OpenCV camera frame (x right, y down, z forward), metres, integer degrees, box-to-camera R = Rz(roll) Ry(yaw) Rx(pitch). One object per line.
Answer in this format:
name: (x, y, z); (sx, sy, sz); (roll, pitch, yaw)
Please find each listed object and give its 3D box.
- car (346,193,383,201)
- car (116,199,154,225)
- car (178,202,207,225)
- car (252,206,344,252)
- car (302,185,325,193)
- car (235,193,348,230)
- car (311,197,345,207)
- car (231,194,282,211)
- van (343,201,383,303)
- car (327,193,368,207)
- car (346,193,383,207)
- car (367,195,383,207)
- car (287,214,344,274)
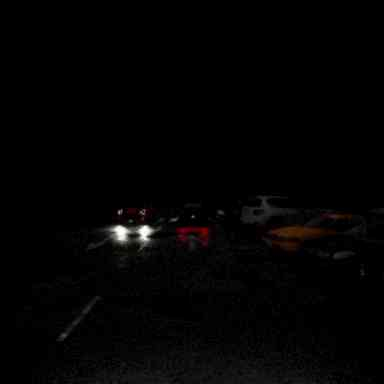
car: (18.349, 1.239, 34.497); (2.435, 2.045, 5.566); (0, 1, -21)
car: (-4.029, 1.348, 24.277); (2.097, 1.767, 4.553); (0, 0, 1)
car: (0.027, 1.475, 24.340); (1.882, 1.535, 5.008); (0, 0, -1)
car: (5.198, 1.478, 12.409); (5.366, 1.575, 1.946); (1, 0, -20)
car: (21.339, -0.408, 58.594); (4.674, 1.442, 1.812); (-5, 0, -1)
car: (5.386, 1.232, 18.502); (5.566, 2.045, 2.435); (1, 0, -20)
car: (20.945, 1.524, 51.557); (2.163, 1.488, 4.792); (0, -1, -21)
car: (7.686, 1.221, 39.836); (5.566, 2.045, 2.150); (0, -1, -13)
van: (5.487, 1.260, 6.510); (4.442, 1.987, 1.878); (1, 0, -20)
car: (23.968, 1.245, 51.640); (2.435, 2.045, 5.566); (0, -1, -21)
car: (27.029, 1.246, 51.677); (2.435, 2.045, 5.566); (1, -1, -22)
car: (30.024, 1.373, 51.806); (2.185, 1.767, 4.553); (1, -1, -22)
car: (5.380, 1.524, 9.468); (4.674, 1.452, 2.002); (1, 0, -20)
